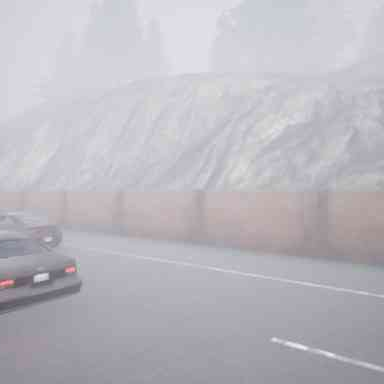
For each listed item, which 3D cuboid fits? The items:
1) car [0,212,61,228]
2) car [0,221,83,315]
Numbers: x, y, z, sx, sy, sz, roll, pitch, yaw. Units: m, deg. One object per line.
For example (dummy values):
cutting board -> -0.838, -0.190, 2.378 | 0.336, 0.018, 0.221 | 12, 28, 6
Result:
car -> -7.116, 1.543, 13.523 | 4.674, 1.442, 1.812 | 0, 0, 36
car -> -4.681, 1.555, 7.381 | 5.357, 1.411, 2.033 | 0, 0, 37
